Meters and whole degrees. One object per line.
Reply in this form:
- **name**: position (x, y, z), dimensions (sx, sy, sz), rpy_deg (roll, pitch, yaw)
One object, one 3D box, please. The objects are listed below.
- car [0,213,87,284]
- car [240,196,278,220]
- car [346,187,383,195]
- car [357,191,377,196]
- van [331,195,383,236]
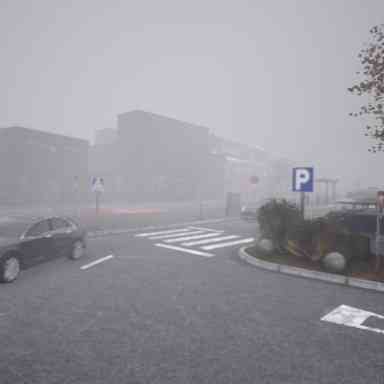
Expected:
- **car**: position (-4.775, 1.397, 9.363), dimensions (1.837, 1.490, 4.892), rpy_deg (1, -1, 12)
- **car**: position (5.582, 1.194, 24.796), dimensions (2.097, 1.767, 4.553), rpy_deg (2, 2, 43)
- **car**: position (29.322, 0.271, 56.608), dimensions (5.566, 2.045, 2.435), rpy_deg (2, 2, 43)
- **car**: position (23.922, 0.969, 44.030), dimensions (1.895, 1.301, 4.718), rpy_deg (2, 2, 44)
- **van**: position (8.790, 1.348, 16.093), dimensions (4.442, 1.987, 1.878), rpy_deg (2, 2, 43)
